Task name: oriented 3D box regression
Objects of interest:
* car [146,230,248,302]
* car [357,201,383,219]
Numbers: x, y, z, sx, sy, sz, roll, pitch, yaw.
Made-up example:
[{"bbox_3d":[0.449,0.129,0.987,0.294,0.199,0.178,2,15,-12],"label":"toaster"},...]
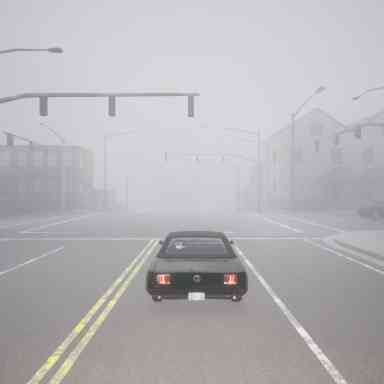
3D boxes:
[{"bbox_3d":[0.106,1.601,8.234,1.895,1.301,4.718,0,0,0],"label":"car"},{"bbox_3d":[16.674,1.477,28.200,5.008,1.535,1.882,0,0,-1],"label":"car"}]
